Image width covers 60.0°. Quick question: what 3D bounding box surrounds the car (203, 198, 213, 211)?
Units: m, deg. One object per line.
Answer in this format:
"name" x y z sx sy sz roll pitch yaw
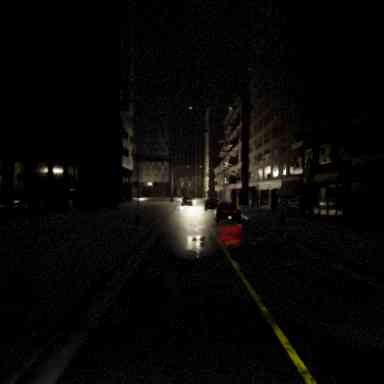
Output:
"car" 2.441 1.536 41.090 1.882 1.535 5.008 0 0 0

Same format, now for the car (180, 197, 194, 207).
"car" -0.764 1.572 52.113 1.837 1.490 4.892 0 0 -1

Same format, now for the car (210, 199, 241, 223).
"car" 2.656 1.535 25.799 1.837 1.490 4.892 0 0 0
